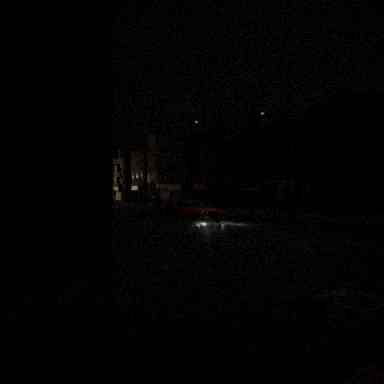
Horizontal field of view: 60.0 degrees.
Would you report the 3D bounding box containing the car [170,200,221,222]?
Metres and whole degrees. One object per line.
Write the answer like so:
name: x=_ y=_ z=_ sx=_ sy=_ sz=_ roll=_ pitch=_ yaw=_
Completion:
car: x=0.189 y=1.389 z=25.740 sx=1.882 sy=1.535 sz=5.008 roll=1 pitch=0 yaw=-36
